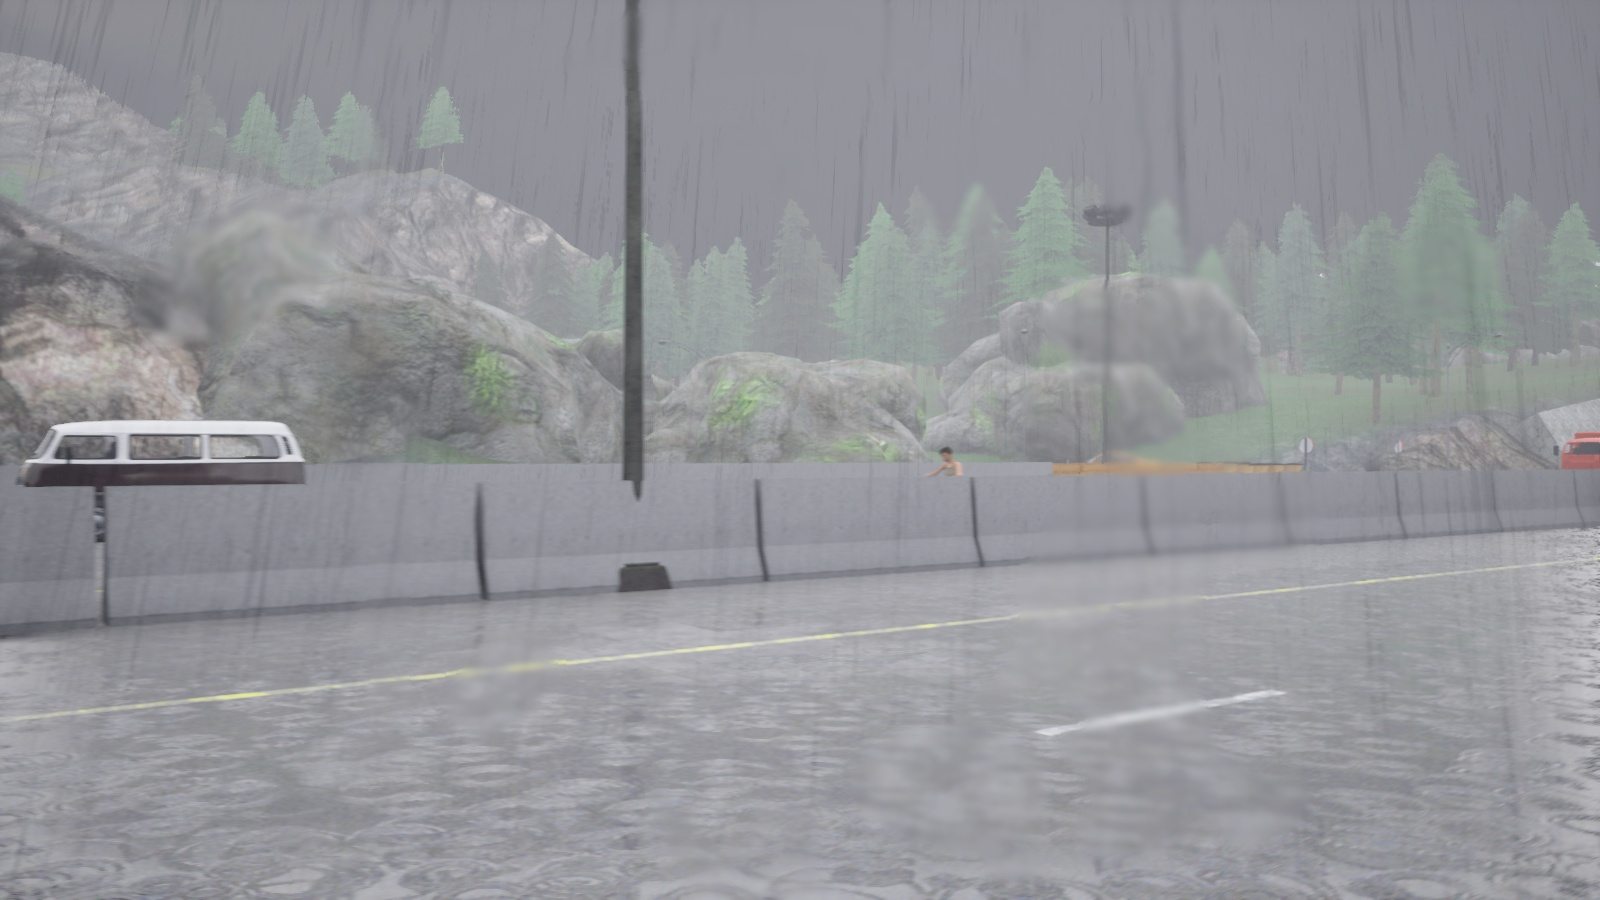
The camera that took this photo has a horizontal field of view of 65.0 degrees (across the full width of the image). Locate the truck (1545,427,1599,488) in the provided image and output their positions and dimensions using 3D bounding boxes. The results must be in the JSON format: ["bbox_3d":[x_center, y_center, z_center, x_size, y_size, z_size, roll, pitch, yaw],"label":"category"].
[{"bbox_3d":[34.081,0.316,52.968,5.204,2.467,2.627,0,0,-35],"label":"truck"}]

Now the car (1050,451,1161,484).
[{"bbox_3d":[14.707,0.840,60.729,5.008,1.535,1.882,0,0,7],"label":"car"}]

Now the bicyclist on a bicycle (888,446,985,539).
[{"bbox_3d":[2.436,0.731,22.406,1.509,1.612,0.866,0,0,-35],"label":"bicyclist on a bicycle"}]

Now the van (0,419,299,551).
[{"bbox_3d":[-11.173,0.544,21.469,4.480,2.038,2.069,0,0,-35],"label":"van"}]
